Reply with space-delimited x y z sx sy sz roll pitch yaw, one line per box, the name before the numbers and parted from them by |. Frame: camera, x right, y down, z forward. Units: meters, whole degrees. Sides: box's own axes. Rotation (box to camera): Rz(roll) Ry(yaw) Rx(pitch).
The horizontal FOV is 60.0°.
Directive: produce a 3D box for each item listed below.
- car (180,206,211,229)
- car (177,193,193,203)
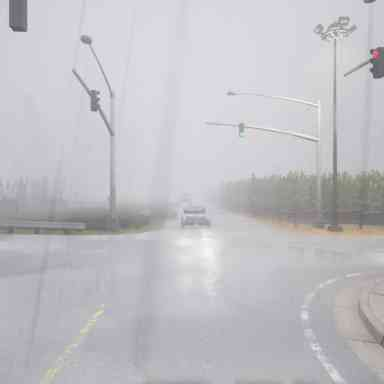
car | 0.184 1.640 22.163 1.895 1.301 4.718 0 0 -3
car | -1.120 1.089 50.280 2.150 2.045 5.566 0 0 -3
